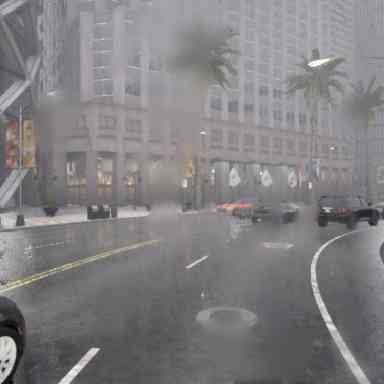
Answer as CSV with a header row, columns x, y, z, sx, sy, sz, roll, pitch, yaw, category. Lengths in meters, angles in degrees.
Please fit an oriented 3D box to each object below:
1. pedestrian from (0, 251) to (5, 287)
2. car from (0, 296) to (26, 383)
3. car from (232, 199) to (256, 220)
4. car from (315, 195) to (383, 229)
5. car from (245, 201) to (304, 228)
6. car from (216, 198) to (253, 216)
x,y,z,sx,sy,sz,roll,pitch,yaw,category
-4.735,1.674,7.897,0.500,1.100,0.500,0,0,12,pedestrian
-3.118,1.505,2.297,1.837,1.490,4.892,0,0,3,car
5.775,1.525,27.415,4.674,1.442,1.812,0,0,-41,car
10.182,1.221,21.762,5.566,2.045,2.150,0,0,-41,car
5.825,1.504,22.283,1.837,1.490,4.892,0,0,42,car
4.313,1.351,30.730,4.553,1.767,2.097,0,0,-40,car
